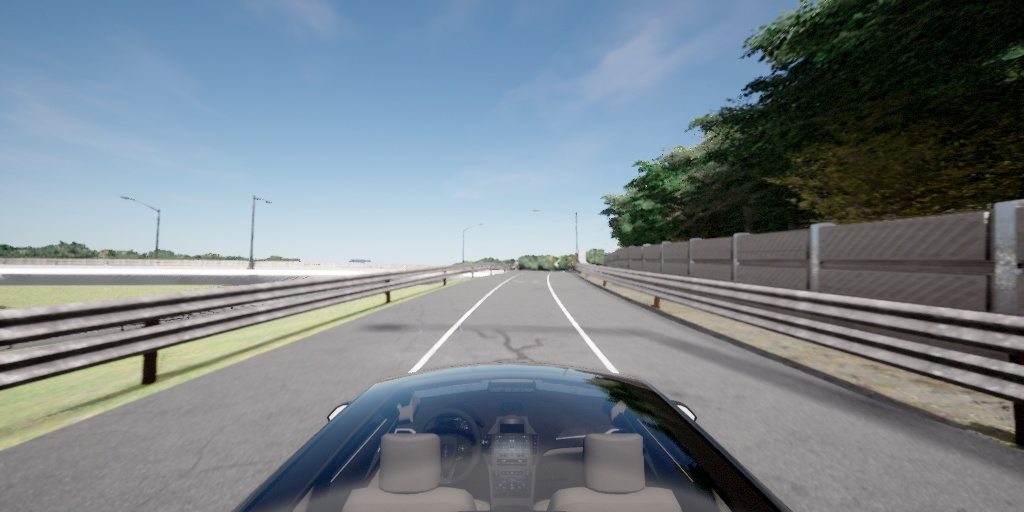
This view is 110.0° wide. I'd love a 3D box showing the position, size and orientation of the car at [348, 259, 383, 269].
[{"bbox_3d":[-24.112,1.609,59.363,5.566,2.045,2.150,2,-4,-29],"label":"car"}]
